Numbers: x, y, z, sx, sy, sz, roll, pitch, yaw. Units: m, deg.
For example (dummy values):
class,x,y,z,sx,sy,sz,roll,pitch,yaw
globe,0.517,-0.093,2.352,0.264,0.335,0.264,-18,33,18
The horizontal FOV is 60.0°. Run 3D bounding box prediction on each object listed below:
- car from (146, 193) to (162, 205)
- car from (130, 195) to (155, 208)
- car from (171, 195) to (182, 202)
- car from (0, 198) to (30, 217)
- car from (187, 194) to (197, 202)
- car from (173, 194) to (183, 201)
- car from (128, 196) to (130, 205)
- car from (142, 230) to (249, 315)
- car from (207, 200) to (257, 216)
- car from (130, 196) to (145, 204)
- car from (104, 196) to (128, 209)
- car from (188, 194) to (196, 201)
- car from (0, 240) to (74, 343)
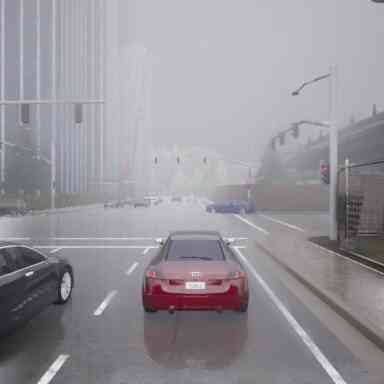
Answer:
class,x,y,z,sx,sy,sz,roll,pitch,yaw
car,-7.096,1.221,58.168,2.150,2.045,5.566,0,0,1
car,-7.106,1.547,47.978,2.033,1.411,5.357,0,0,0
car,-3.528,1.495,74.269,1.837,1.490,4.892,0,0,0
car,-18.120,1.408,31.731,4.553,1.767,2.097,0,0,0
car,-0.028,1.519,74.585,1.812,1.442,4.674,0,0,0
car,-3.531,1.386,84.693,2.128,1.511,4.902,0,0,0
car,-10.604,1.505,54.596,1.837,1.490,4.892,0,0,0
car,0.069,1.564,7.680,1.994,1.385,4.181,0,0,0
car,3.958,1.515,33.471,5.008,1.535,1.882,1,0,23
car,-10.556,1.547,64.911,2.033,1.411,5.357,0,0,1
car,-10.609,1.492,45.352,2.128,1.511,4.902,0,0,0
car,-0.031,1.361,84.694,1.837,1.490,4.892,0,0,0
car,-3.444,1.505,5.222,1.837,1.490,4.892,0,0,0
